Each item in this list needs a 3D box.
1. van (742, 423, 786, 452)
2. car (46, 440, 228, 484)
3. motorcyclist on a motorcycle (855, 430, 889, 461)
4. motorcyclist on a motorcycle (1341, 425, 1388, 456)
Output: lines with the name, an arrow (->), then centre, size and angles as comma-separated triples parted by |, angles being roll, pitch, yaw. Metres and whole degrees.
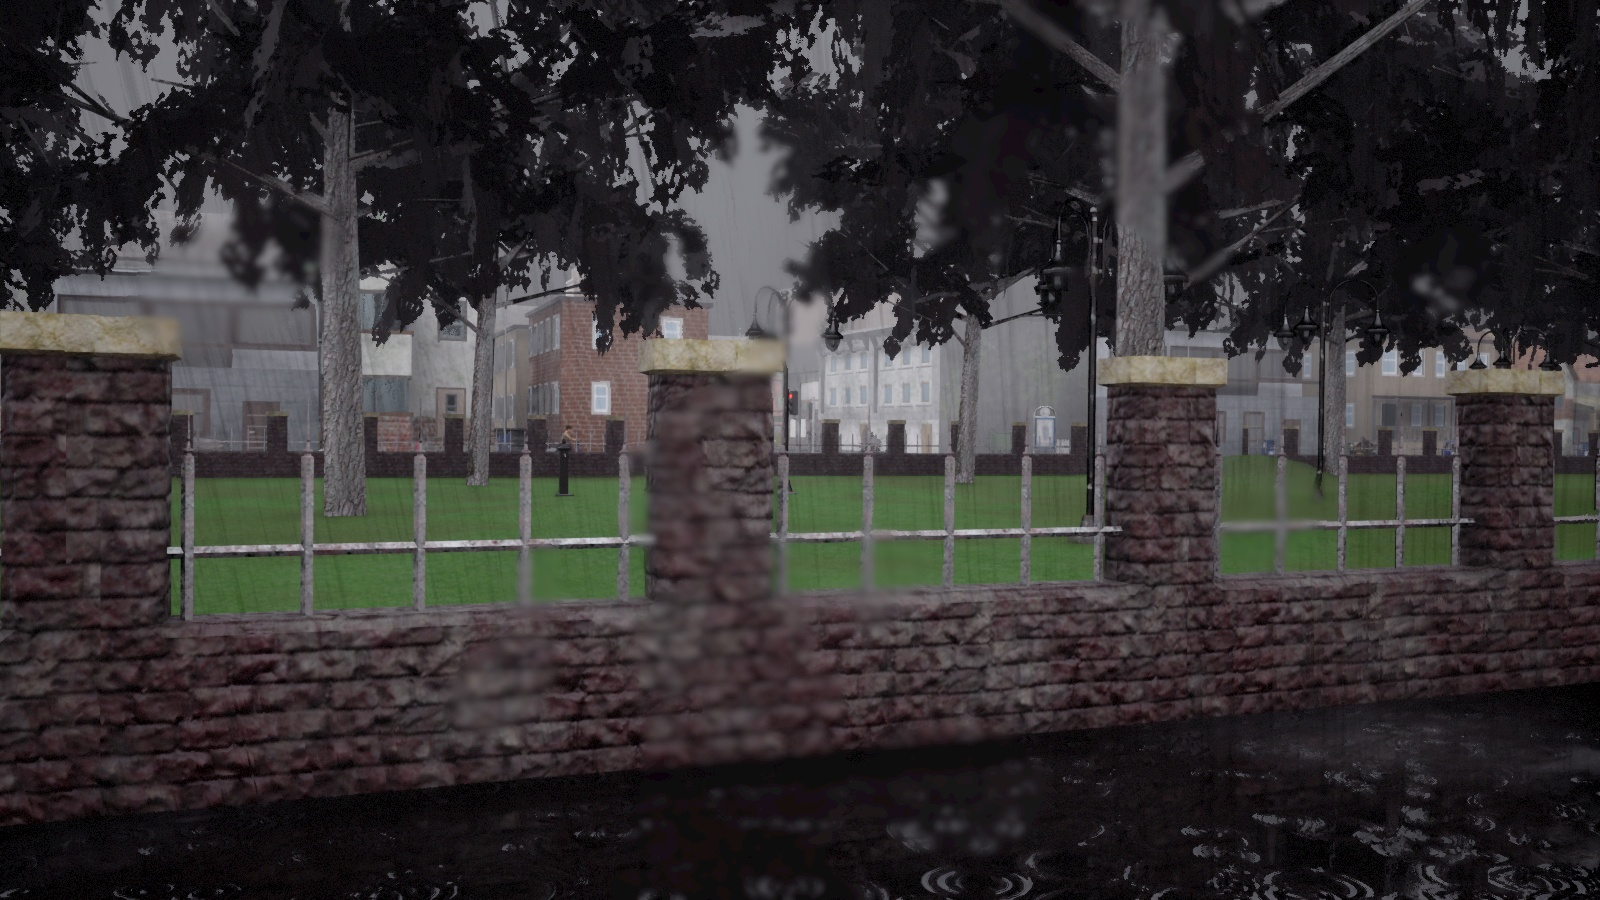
van -> -2.643, -0.889, 90.265 | 1.775, 1.987, 4.442 | -1, 1, -21
car -> -22.826, 0.384, 43.529 | 5.357, 1.411, 2.033 | -1, 1, -21
motorcyclist on a motorcycle -> 3.592, -0.232, 63.097 | 0.866, 1.530, 2.191 | -1, 1, -21
motorcyclist on a motorcycle -> 28.501, -0.507, 63.443 | 2.191, 1.530, 0.866 | -1, 1, -21
